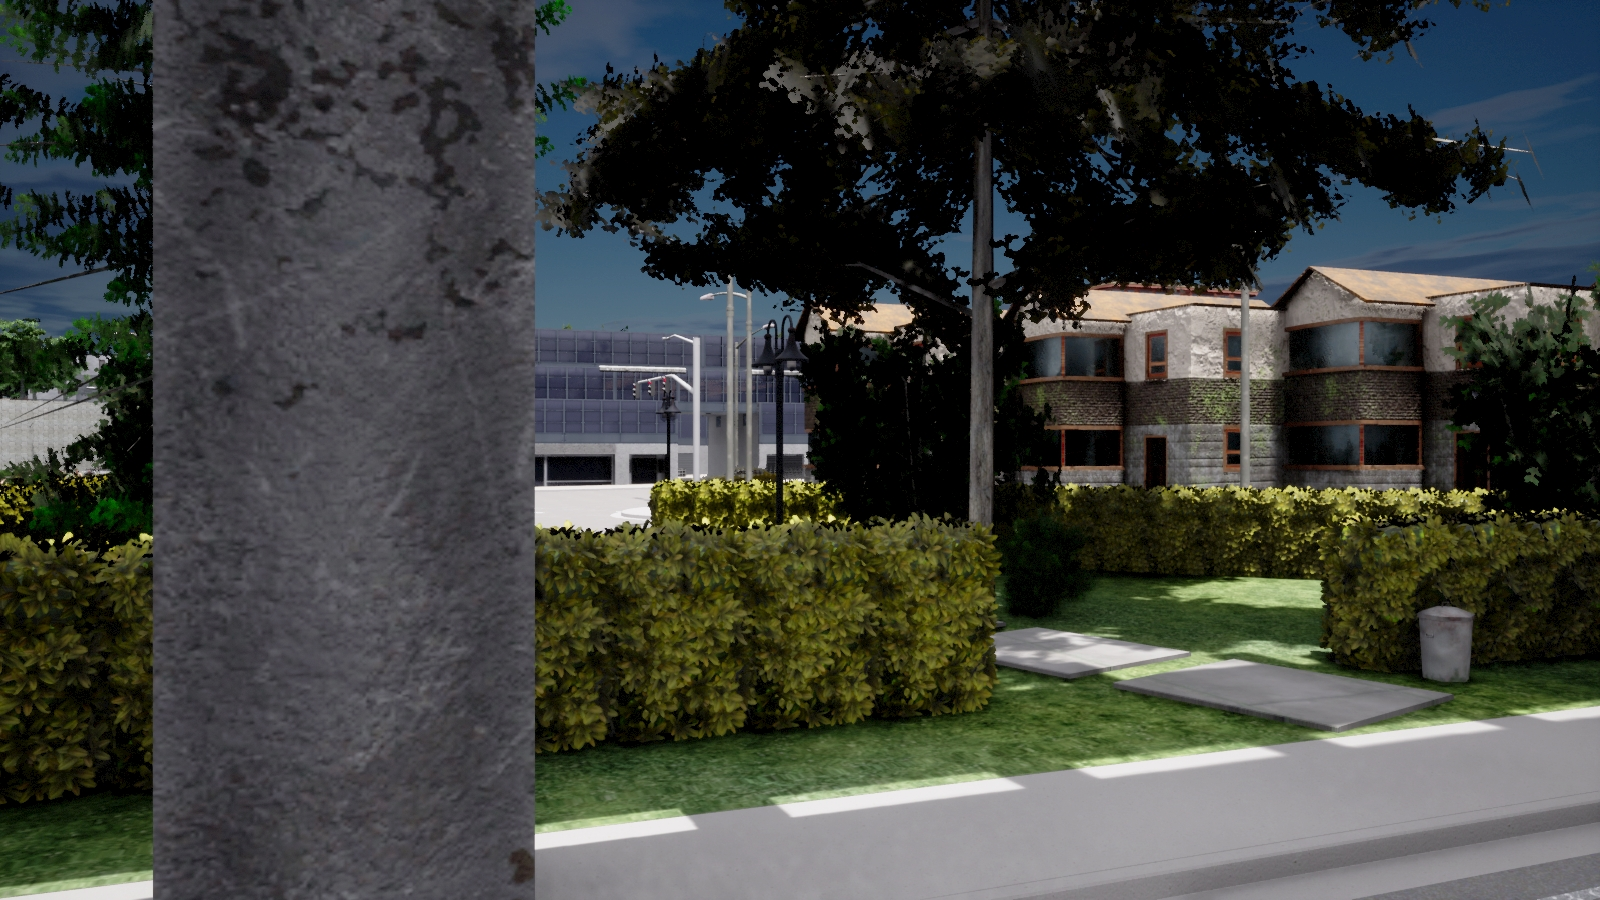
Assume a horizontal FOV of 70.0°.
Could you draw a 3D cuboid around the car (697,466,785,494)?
[{"bbox_3d":[-3.668,1.817,70.907,5.006,1.535,2.097,-1,0,-21],"label":"car"}]
